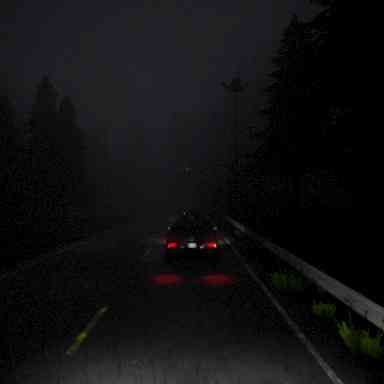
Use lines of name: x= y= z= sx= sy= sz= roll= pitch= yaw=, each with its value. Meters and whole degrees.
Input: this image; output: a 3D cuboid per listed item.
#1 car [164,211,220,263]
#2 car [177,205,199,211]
car: x=0.010 y=1.678 z=12.515 sx=2.033 sy=1.411 sz=5.357 roll=0 pitch=-1 yaw=0
car: x=-0.304 y=1.825 z=28.861 sx=1.812 sy=1.442 sz=4.674 roll=0 pitch=0 yaw=-7
